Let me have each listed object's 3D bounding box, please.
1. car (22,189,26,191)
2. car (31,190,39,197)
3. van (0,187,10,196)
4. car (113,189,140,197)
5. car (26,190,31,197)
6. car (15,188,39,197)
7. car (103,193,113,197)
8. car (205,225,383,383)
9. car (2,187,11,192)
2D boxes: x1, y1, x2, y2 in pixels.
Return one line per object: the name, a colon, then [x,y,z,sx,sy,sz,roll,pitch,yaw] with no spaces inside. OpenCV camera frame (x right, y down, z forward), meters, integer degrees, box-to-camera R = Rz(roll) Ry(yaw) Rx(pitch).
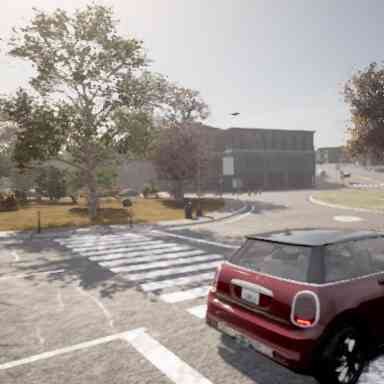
car: [-33.627,0.330,70.835,2.097,1.535,5.008,0,2,18]
car: [-28.955,0.137,67.131,2.435,2.045,5.566,0,2,18]
van: [-47.536,-0.137,81.908,1.878,1.987,4.442,0,2,19]
car: [-9.916,0.234,52.892,2.231,1.521,4.892,-1,1,16]
car: [-31.300,0.366,68.991,2.231,1.521,4.892,-1,2,18]
car: [-35.976,0.167,72.645,2.185,1.767,4.553,0,2,18]
car: [-12.333,0.020,54.607,2.435,2.045,5.566,-1,1,16]
car: [2.499,1.351,5.472,4.553,1.767,2.097,0,0,-34]
car: [-42.915,0.167,78.258,2.097,1.535,5.008,0,2,19]
